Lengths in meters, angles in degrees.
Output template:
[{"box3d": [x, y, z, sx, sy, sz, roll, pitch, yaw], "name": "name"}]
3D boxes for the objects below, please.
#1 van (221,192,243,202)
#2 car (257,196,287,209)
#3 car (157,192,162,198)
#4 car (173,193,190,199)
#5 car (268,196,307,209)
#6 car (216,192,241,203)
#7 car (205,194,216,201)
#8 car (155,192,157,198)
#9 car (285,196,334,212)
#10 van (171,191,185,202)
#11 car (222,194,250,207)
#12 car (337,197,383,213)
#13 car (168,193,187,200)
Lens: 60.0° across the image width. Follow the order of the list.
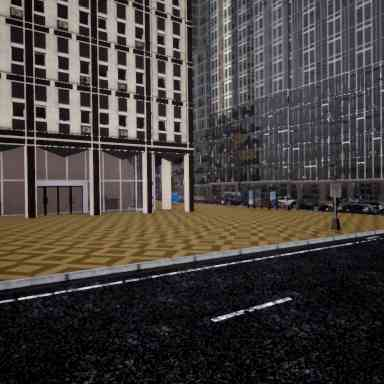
[{"box3d": [7.159, 0.854, 60.176, 1.690, 1.788, 3.998, 0, 1, -34], "name": "van"}, {"box3d": [9.719, 1.387, 41.308, 1.802, 1.307, 4.206, 0, 1, -34], "name": "car"}, {"box3d": [-5.620, 0.614, 78.979, 2.192, 1.841, 5.009, 0, 1, -34], "name": "car"}, {"box3d": [-2.425, 0.935, 74.282, 1.802, 1.307, 4.206, 0, 1, -34], "name": "car"}, {"box3d": [12.116, 1.290, 42.576, 1.812, 1.442, 4.674, -1, 1, -34], "name": "car"}, {"box3d": [6.300, 1.175, 51.140, 1.837, 1.490, 4.892, -1, 1, -34], "name": "car"}, {"box3d": [3.965, 1.042, 64.880, 1.802, 1.307, 4.206, 0, 1, -34], "name": "car"}, {"box3d": [-8.816, 0.685, 83.681, 1.967, 1.590, 4.097, 0, 1, -34], "name": "car"}, {"box3d": [12.900, 1.423, 36.595, 1.947, 1.339, 4.313, 0, 1, -34], "name": "car"}, {"box3d": [-2.966, 0.936, 60.168, 1.690, 1.788, 3.998, 0, 1, -34], "name": "van"}, {"box3d": [6.573, 1.319, 46.041, 1.947, 1.339, 4.313, 0, 1, -34], "name": "car"}, {"box3d": [17.303, 1.340, 34.940, 2.128, 1.511, 4.902, -1, 1, -34], "name": "car"}, {"box3d": [-3.159, 0.923, 70.719, 1.837, 1.490, 4.892, -1, 1, -34], "name": "car"}]
